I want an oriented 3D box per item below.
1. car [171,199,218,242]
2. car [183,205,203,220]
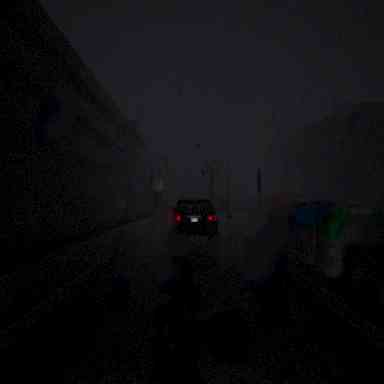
[{"bbox_3d":[0.086,1.370,17.217,2.150,2.045,5.566,0,-1,0],"label":"car"},{"bbox_3d":[0.097,2.123,35.335,1.882,1.535,5.008,0,-2,0],"label":"car"}]
